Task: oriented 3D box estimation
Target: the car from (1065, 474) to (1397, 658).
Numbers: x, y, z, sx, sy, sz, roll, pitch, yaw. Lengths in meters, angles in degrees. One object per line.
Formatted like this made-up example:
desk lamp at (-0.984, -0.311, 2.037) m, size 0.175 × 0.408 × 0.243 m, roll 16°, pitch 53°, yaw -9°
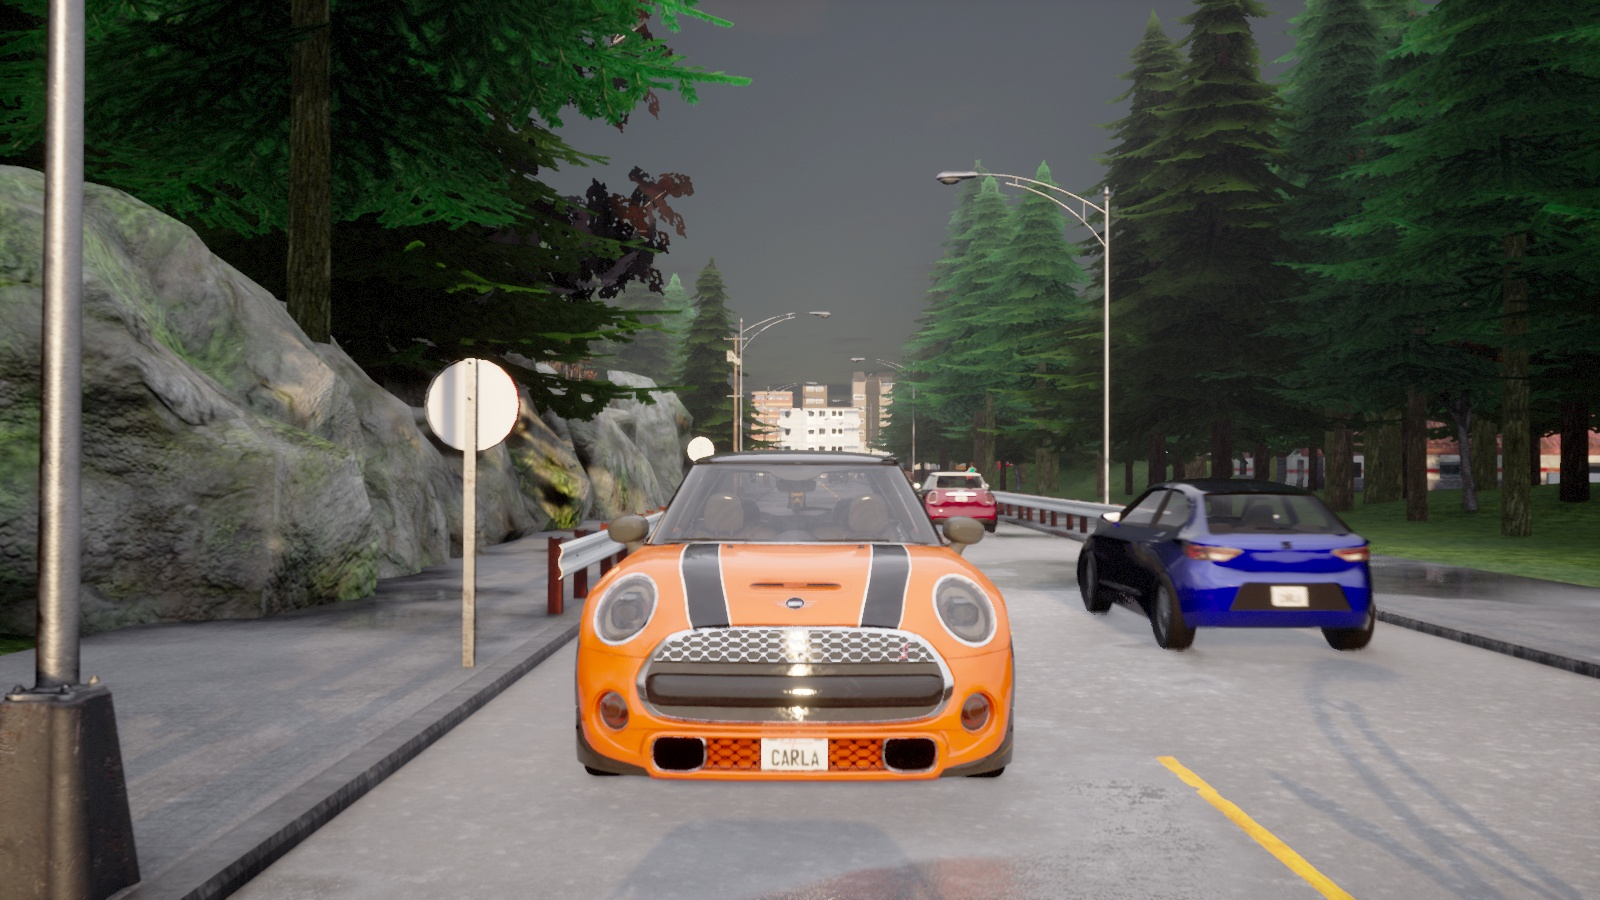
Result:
car at (3.970, 0.988, 12.379) m, size 1.816 × 1.474 × 4.193 m, roll 0°, pitch -1°, yaw 0°

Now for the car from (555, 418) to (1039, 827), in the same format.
car at (-0.019, 0.781, 7.736) m, size 2.097 × 1.767 × 4.553 m, roll 0°, pitch -1°, yaw 0°

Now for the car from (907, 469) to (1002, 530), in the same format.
car at (3.924, 1.231, 32.487) m, size 1.970 × 1.475 × 3.806 m, roll 0°, pitch -1°, yaw 0°
